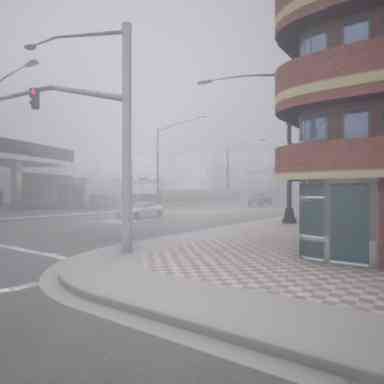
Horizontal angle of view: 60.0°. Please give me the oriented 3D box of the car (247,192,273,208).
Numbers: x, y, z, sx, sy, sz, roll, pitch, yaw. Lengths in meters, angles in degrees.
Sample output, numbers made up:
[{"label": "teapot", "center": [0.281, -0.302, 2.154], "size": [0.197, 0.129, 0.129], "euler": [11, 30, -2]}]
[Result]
[{"label": "car", "center": [10.184, 1.082, 49.306], "size": [2.150, 2.045, 5.566], "euler": [0, 0, 35]}]

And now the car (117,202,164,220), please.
[{"label": "car", "center": [-4.261, 1.567, 28.415], "size": [1.812, 1.442, 4.674], "euler": [0, 1, 35]}]
